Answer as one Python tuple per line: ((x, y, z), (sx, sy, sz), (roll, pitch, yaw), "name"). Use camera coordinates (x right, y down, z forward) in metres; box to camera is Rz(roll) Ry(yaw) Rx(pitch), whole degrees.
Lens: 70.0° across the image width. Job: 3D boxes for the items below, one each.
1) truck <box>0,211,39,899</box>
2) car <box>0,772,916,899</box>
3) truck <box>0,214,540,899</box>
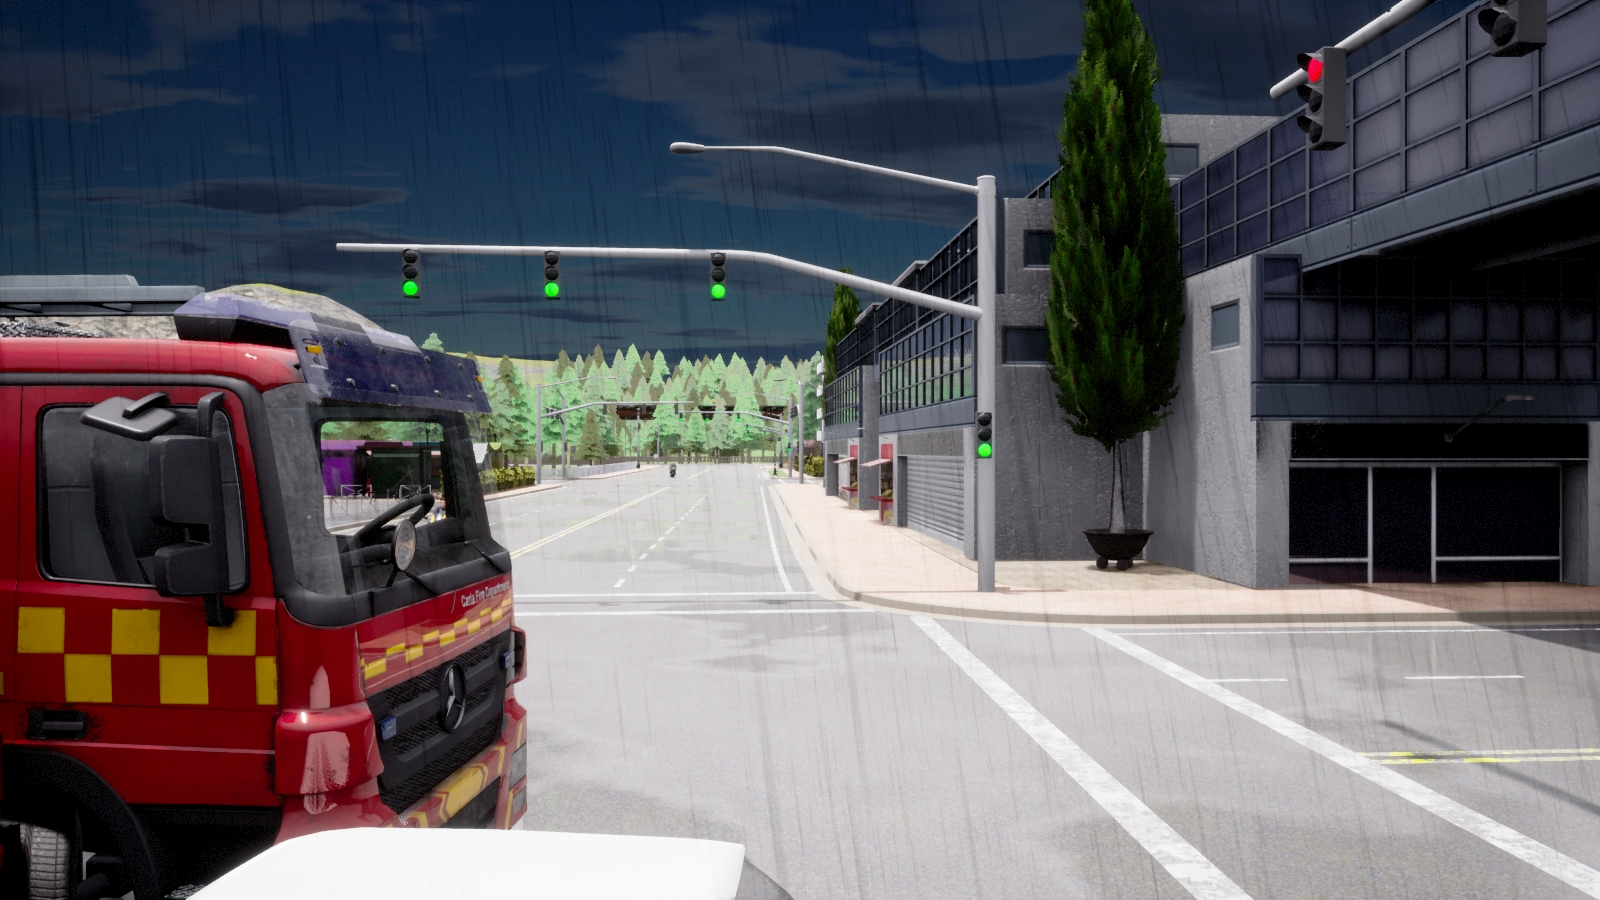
((-7.587, 0.890, 3.490), (8.468, 3.827, 2.891), (0, 0, -3), "truck")
((-1.549, 2.065, 3.579), (3.806, 1.475, 1.970), (0, 0, 5), "car")
((-6.102, 0.890, 6.659), (8.468, 3.827, 2.891), (0, 0, 4), "truck")
